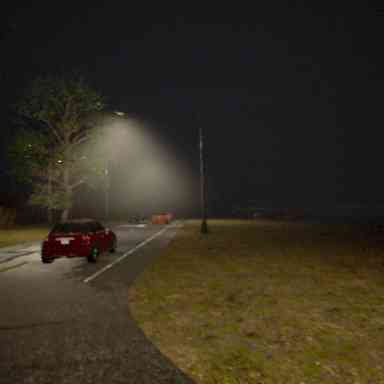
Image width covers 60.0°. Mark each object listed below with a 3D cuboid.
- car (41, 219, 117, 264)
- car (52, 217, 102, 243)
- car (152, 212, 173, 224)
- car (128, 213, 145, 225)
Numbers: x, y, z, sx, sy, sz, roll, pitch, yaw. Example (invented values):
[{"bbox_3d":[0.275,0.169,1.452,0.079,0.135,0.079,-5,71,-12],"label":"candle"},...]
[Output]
[{"bbox_3d":[-4.880,2.051,14.977,2.097,1.767,4.553,-2,-3,1],"label":"car"},{"bbox_3d":[-8.309,2.723,24.510,1.882,1.535,5.008,-2,-3,1],"label":"car"},{"bbox_3d":[-4.277,3.534,46.283,2.097,1.767,4.553,-2,-3,1],"label":"car"},{"bbox_3d":[-7.842,3.832,47.288,1.837,1.490,4.892,-2,-3,1],"label":"car"}]
